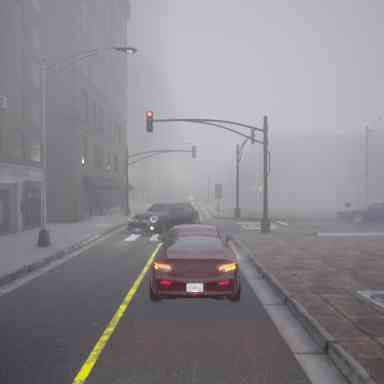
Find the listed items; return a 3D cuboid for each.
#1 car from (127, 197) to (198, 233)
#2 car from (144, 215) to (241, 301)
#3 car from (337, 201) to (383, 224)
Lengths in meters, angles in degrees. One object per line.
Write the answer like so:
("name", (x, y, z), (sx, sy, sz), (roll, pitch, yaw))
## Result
("car", (-1.511, 1.355, 18.691), (2.097, 1.767, 4.553), (1, 0, 34))
("car", (0.083, 1.526, 8.184), (1.812, 1.442, 4.674), (0, 0, 1))
("car", (13.066, 1.424, 23.893), (5.008, 1.535, 1.882), (0, 0, 0))
